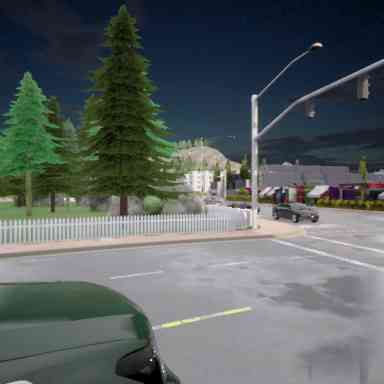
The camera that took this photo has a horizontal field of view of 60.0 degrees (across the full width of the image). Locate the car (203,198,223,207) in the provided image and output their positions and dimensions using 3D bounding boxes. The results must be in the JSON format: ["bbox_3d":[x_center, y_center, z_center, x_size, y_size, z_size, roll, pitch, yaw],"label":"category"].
[{"bbox_3d":[2.685,1.545,44.986,2.128,1.511,4.902,0,0,-16],"label":"car"}]

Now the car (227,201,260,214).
[{"bbox_3d":[5.458,1.656,35.432,1.895,1.301,4.718,0,0,-16],"label":"car"}]

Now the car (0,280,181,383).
[{"bbox_3d":[-2.732,1.222,1.688,5.566,2.045,2.150,0,0,-36],"label":"car"}]

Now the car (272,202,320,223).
[{"bbox_3d":[8.095,1.560,26.346,1.837,1.490,4.892,0,0,-14],"label":"car"}]
